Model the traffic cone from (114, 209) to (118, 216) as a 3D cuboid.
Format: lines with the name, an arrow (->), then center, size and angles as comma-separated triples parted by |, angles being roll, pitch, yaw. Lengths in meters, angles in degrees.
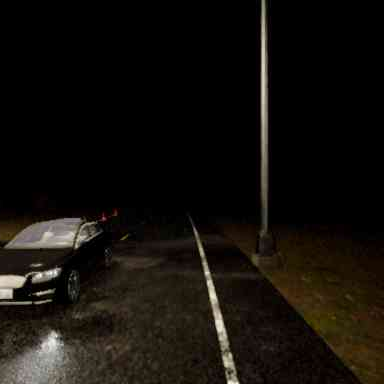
traffic cone -> -6.930, 1.853, 30.151 | 0.340, 0.580, 0.340 | 0, 0, -3

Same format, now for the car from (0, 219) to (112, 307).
car -> -3.282, 1.469, 8.135 | 2.128, 1.511, 4.902 | 0, 0, -1

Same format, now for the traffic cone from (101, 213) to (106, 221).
traffic cone -> -6.700, 1.874, 25.179 | 0.340, 0.580, 0.340 | 0, 0, -2
